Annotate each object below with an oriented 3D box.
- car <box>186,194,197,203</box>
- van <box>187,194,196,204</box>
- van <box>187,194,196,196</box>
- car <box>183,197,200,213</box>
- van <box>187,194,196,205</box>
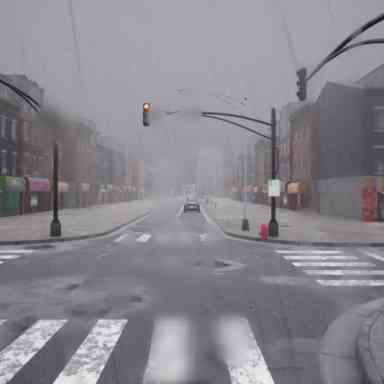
[{"bbox_3d":[-0.140,1.326,70.353,2.192,1.841,5.009,0,0,0],"label":"car"},{"bbox_3d":[-0.119,1.348,64.748,1.690,1.788,3.998,0,0,0],"label":"van"},{"bbox_3d":[-0.079,1.341,53.537,1.690,1.788,3.998,0,0,0],"label":"van"},{"bbox_3d":[-0.016,1.563,36.720,1.947,1.339,4.313,0,0,0],"label":"car"},{"bbox_3d":[-0.099,1.344,59.142,1.690,1.788,3.998,0,0,0],"label":"van"}]
